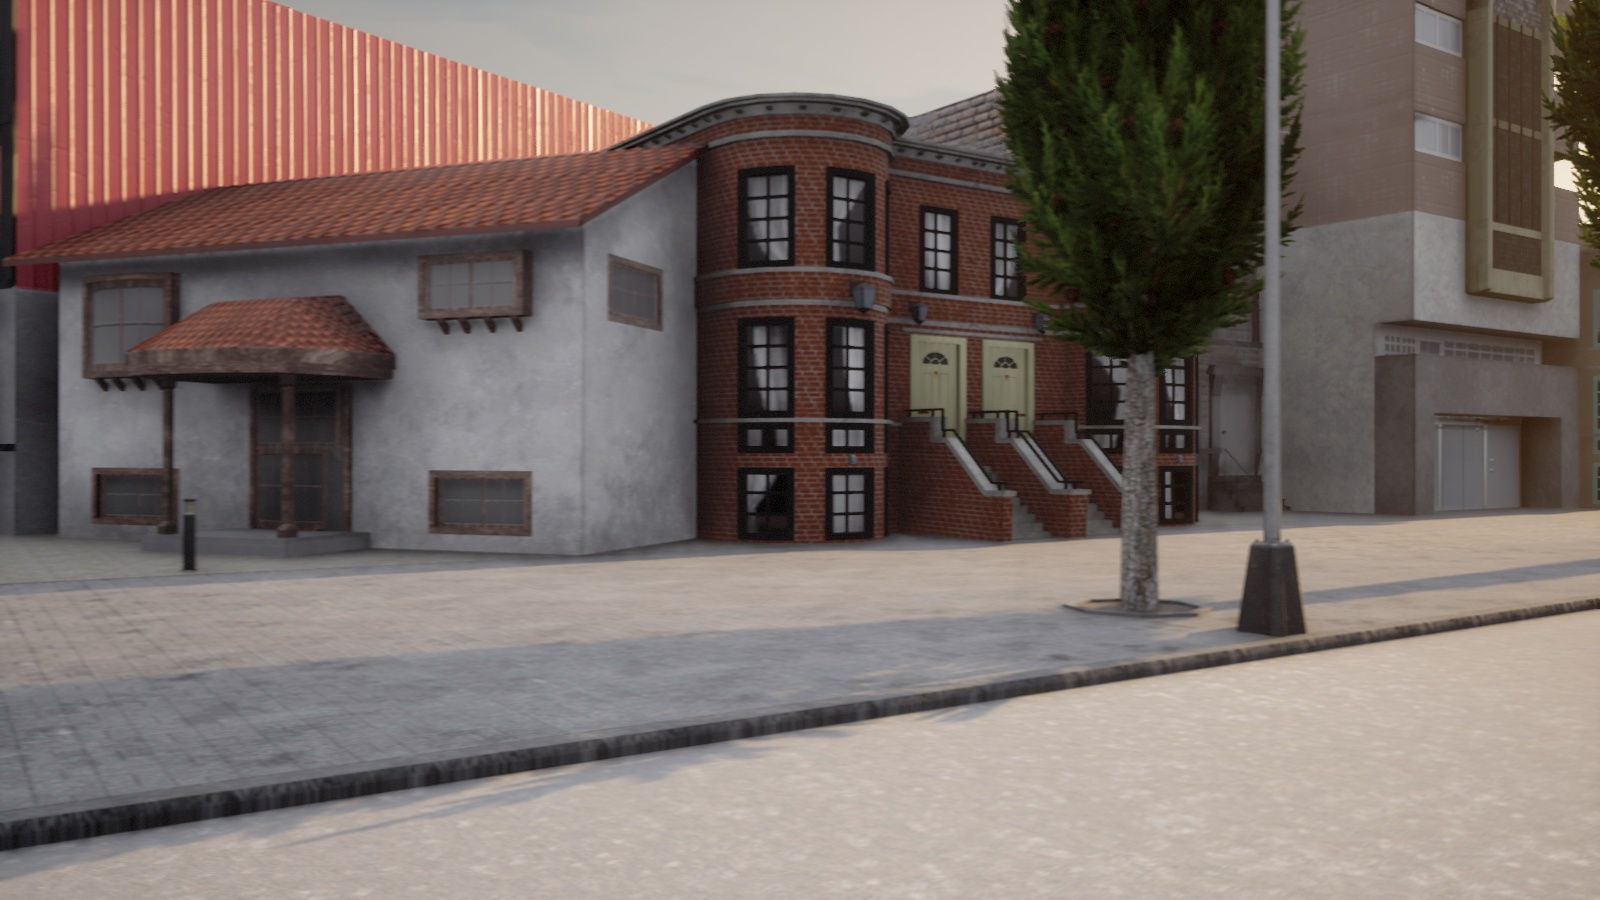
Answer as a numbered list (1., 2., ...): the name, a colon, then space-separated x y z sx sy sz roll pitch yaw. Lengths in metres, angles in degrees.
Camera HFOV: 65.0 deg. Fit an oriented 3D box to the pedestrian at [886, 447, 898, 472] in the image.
1. pedestrian: 6.635 0.659 90.529 0.328 1.805 0.869 0 0 -36
